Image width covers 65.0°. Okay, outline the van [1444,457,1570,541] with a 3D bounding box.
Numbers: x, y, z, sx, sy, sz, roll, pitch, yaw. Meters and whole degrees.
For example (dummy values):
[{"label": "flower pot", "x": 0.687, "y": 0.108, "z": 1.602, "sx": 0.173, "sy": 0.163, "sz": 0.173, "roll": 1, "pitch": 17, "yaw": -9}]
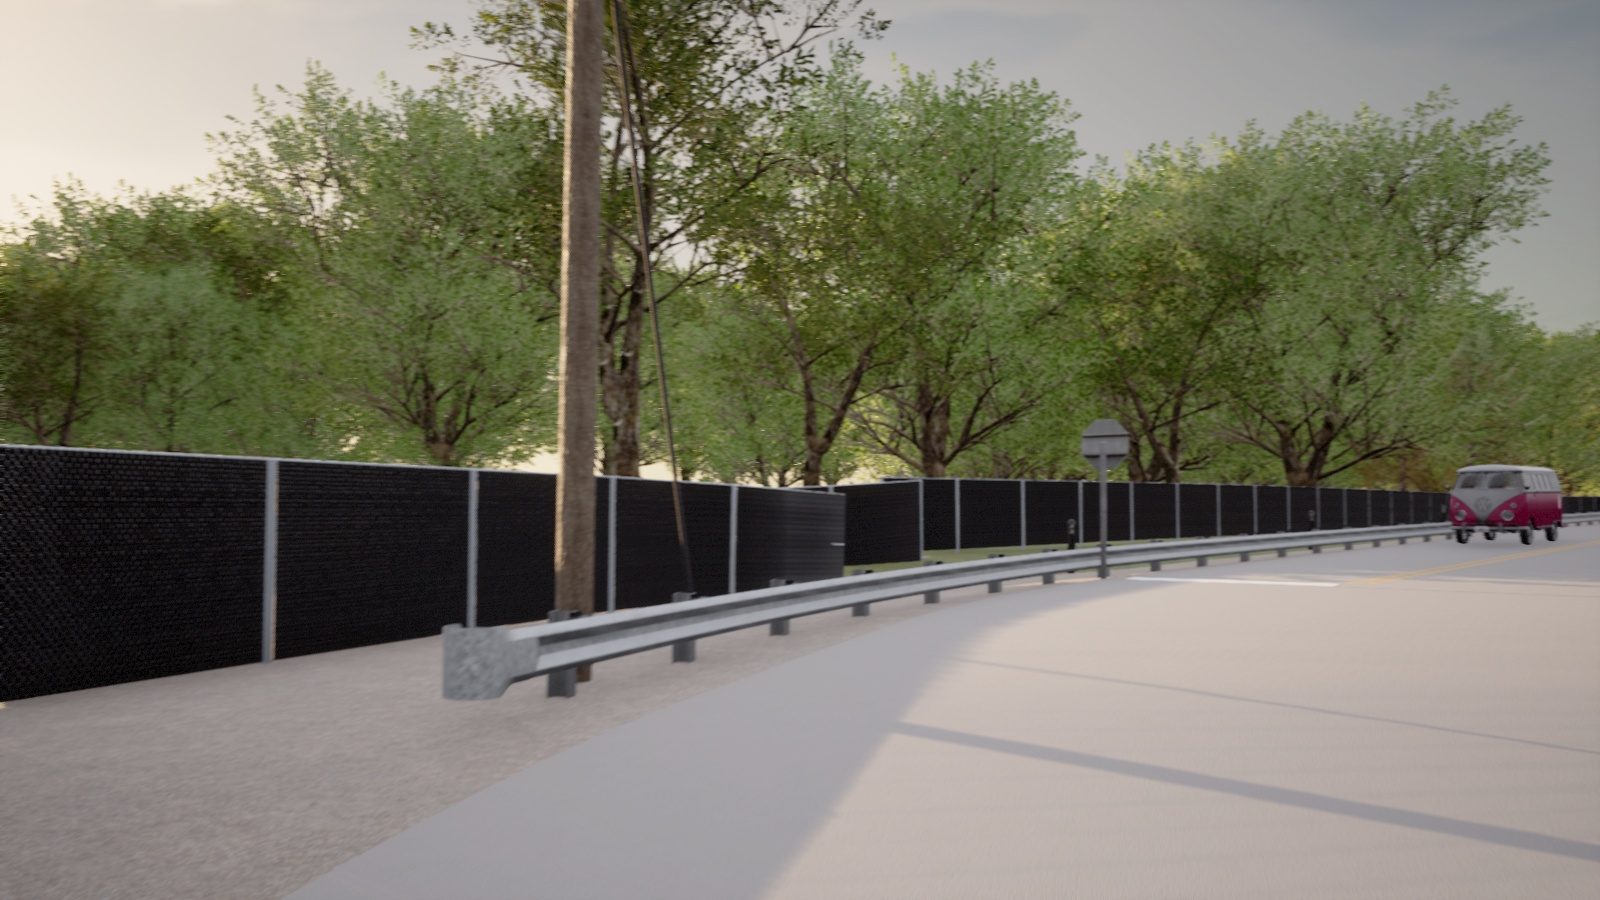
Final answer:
[{"label": "van", "x": 18.176, "y": 1.233, "z": 32.196, "sx": 1.775, "sy": 1.987, "sz": 4.442, "roll": -3, "pitch": -3, "yaw": 43}]
